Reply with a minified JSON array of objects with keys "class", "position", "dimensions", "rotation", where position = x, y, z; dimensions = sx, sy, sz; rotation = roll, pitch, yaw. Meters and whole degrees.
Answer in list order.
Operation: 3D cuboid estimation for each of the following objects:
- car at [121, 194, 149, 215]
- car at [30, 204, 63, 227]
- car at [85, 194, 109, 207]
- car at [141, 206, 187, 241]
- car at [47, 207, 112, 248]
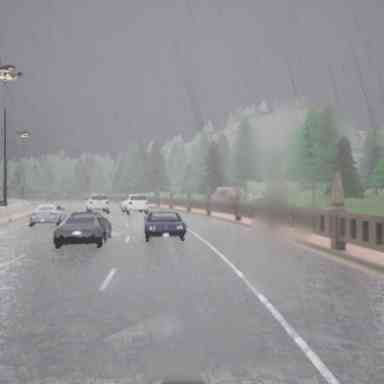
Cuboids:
[{"class":"car","position":[-5.982,1.242,34.608],"dimensions":[2.150,2.045,5.566],"rotation":[0,0,-19]},{"class":"car","position":[-9.972,1.561,23.199],"dimensions":[1.812,1.442,4.674],"rotation":[0,0,-14]},{"class":"car","position":[-10.453,1.258,36.731],"dimensions":[2.150,2.045,5.566],"rotation":[0,0,-20]},{"class":"car","position":[-1.482,1.606,16.834],"dimensions":[1.895,1.301,4.718],"rotation":[0,0,-9]},{"class":"car","position":[-4.799,1.581,15.039],"dimensions":[1.994,1.385,4.181],"rotation":[0,0,-8]}]
